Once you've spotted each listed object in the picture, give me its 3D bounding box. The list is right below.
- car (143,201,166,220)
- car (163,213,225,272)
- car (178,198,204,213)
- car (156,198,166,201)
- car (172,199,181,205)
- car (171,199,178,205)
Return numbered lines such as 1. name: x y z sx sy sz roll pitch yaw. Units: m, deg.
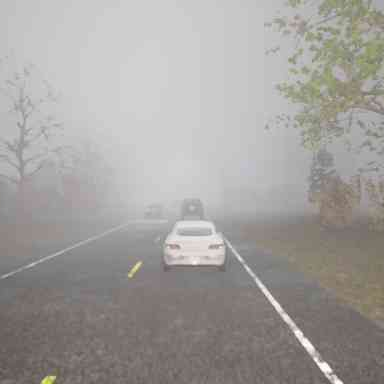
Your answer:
1. car: -3.725 1.945 33.642 1.837 1.490 4.892 0 -1 -1
2. car: 0.071 1.677 11.278 1.812 1.442 4.674 0 -1 0
3. car: 0.005 1.650 32.671 2.150 2.045 5.566 0 -1 0
4. car: -6.978 2.169 73.843 2.097 1.767 4.553 0 -1 -6
5. car: -3.798 2.383 81.694 1.837 1.490 4.892 0 -1 0
6. car: -3.652 2.231 74.376 1.837 1.490 4.892 0 -1 -2
